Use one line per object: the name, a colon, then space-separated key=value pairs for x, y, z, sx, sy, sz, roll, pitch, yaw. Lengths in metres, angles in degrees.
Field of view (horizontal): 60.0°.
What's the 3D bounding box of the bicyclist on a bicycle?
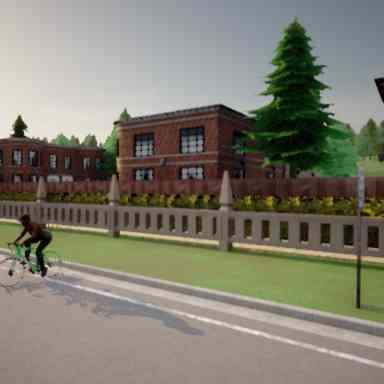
bicyclist on a bicycle: x=-3.859 y=1.361 z=7.976 sx=0.582 sy=1.620 sz=1.656 roll=1 pitch=0 yaw=34
